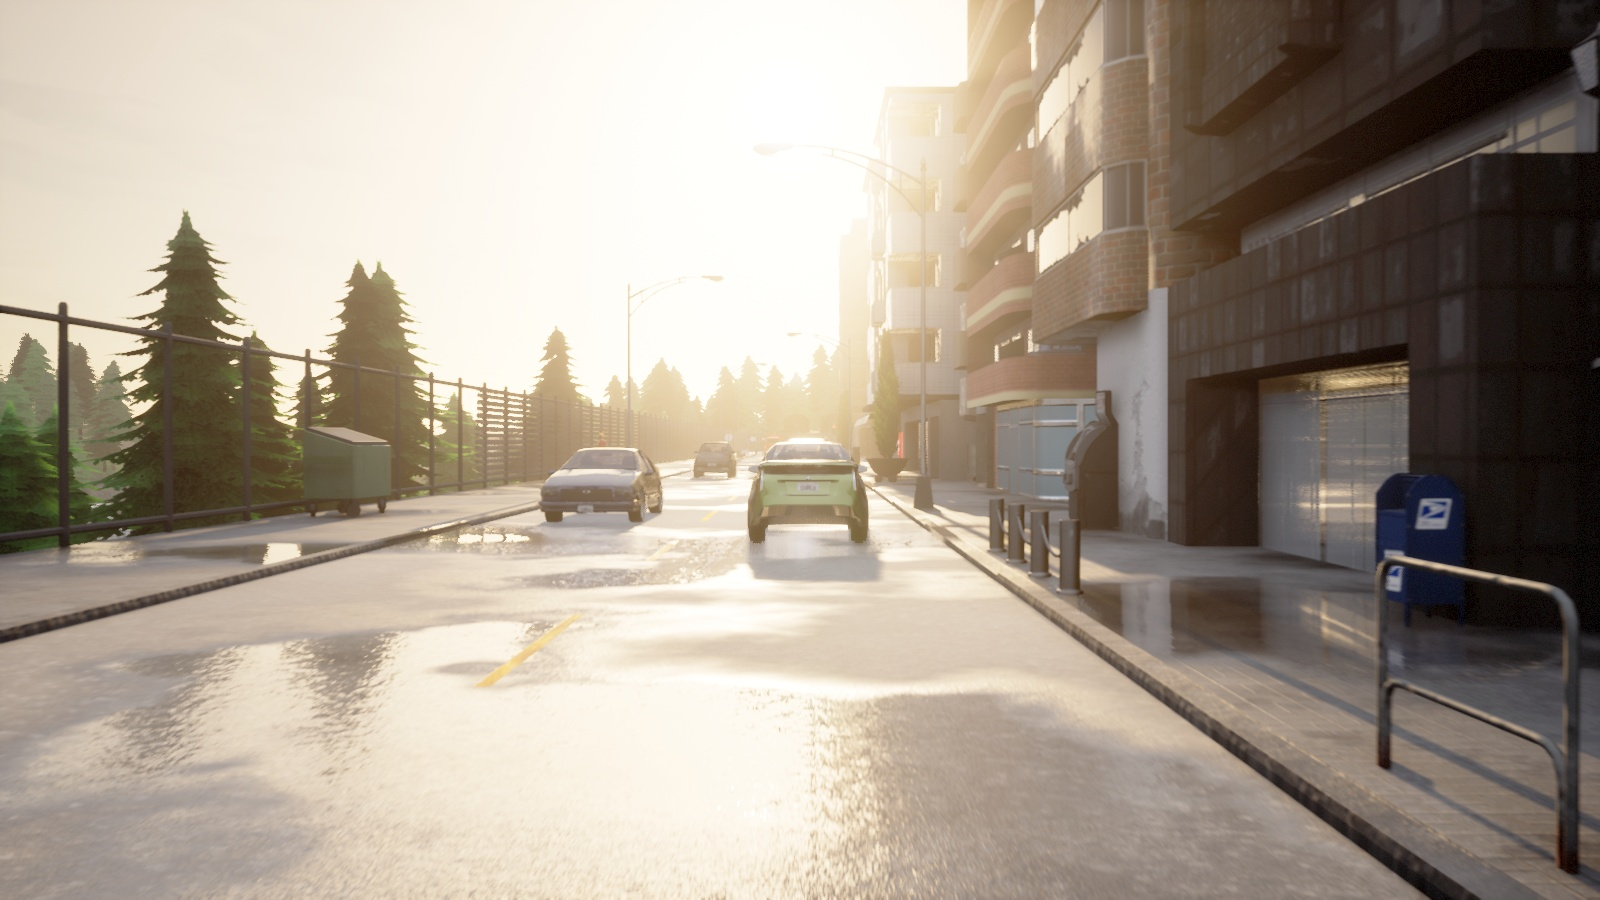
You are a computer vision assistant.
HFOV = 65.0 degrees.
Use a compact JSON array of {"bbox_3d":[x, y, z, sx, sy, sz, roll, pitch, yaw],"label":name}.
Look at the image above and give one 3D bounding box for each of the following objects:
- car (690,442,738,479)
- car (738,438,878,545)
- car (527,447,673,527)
[{"bbox_3d":[-3.681,0.415,54.432,1.789,1.549,3.705,0,0,0],"label":"car"},{"bbox_3d":[0.128,0.579,20.261,2.007,1.525,4.514,0,0,0],"label":"car"},{"bbox_3d":[-3.846,0.649,25.113,2.033,1.411,5.357,0,0,0],"label":"car"}]
